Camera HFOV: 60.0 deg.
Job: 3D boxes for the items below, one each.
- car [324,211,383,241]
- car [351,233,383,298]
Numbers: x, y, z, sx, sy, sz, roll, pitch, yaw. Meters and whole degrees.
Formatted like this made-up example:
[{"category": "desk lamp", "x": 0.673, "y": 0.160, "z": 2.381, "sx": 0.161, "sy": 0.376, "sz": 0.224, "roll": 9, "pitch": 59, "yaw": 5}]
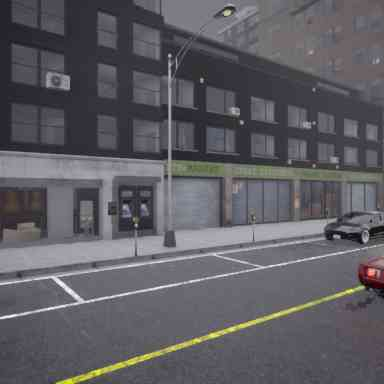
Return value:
[{"category": "car", "x": 8.036, "y": 1.566, "z": 15.630, "sx": 4.313, "sy": 1.339, "sz": 1.947, "roll": 0, "pitch": 0, "yaw": -36}, {"category": "car", "x": 5.695, "y": 1.601, "z": 7.219, "sx": 4.718, "sy": 1.301, "sz": 1.895, "roll": 0, "pitch": 0, "yaw": -35}]
